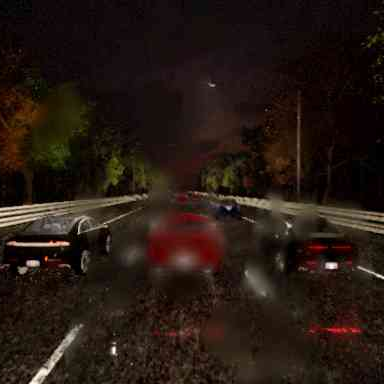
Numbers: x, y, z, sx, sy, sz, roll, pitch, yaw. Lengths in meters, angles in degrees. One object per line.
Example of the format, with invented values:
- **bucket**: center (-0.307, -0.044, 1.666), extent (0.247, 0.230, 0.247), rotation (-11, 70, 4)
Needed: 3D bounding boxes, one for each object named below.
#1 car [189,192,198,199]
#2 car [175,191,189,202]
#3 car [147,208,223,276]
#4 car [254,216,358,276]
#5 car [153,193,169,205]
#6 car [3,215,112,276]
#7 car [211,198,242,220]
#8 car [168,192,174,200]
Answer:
- **car**: center (0.675, 1.103, 93.673), extent (1.882, 1.535, 5.008), rotation (0, 0, -2)
- **car**: center (-2.075, 1.199, 69.268), extent (1.882, 1.535, 5.008), rotation (0, 0, -2)
- **car**: center (-0.254, 1.442, 10.244), extent (1.882, 1.535, 5.008), rotation (0, 0, -2)
- **car**: center (3.244, 1.497, 10.330), extent (1.837, 1.490, 4.892), rotation (0, 0, -2)
- **car**: center (-5.080, 1.246, 53.171), extent (1.882, 1.535, 5.008), rotation (0, 0, -2)
- **car**: center (-3.753, 1.430, 10.123), extent (2.128, 1.511, 4.902), rotation (0, 0, -2)
- **car**: center (2.721, 1.280, 27.298), extent (2.097, 1.767, 4.553), rotation (0, 0, -2)
- **car**: center (-5.821, 1.196, 77.194), extent (2.033, 1.411, 5.357), rotation (0, 0, -2)
